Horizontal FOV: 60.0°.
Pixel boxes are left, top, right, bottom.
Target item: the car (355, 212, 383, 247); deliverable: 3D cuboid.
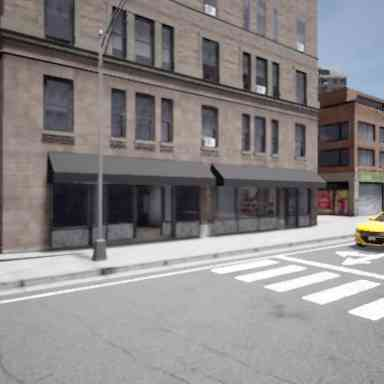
[{"bbox_3d":[8.792,1.479,13.942,5.008,1.535,1.882,0,0,-35],"label":"car"}]
